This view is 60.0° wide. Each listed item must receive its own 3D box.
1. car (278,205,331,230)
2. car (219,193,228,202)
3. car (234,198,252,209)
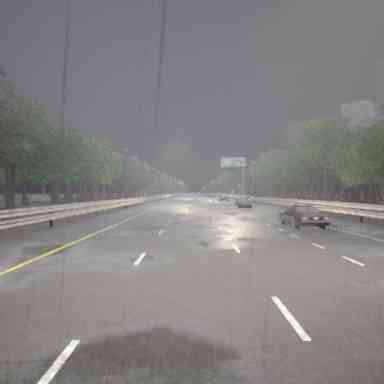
[{"bbox_3d":[7.025,1.554,21.337,2.033,1.411,5.357,0,0,0],"label":"car"},{"bbox_3d":[7.332,1.527,77.749,1.812,1.442,4.674,0,0,0],"label":"car"},{"bbox_3d":[7.121,1.580,46.802,1.994,1.385,4.181,0,0,0],"label":"car"}]
